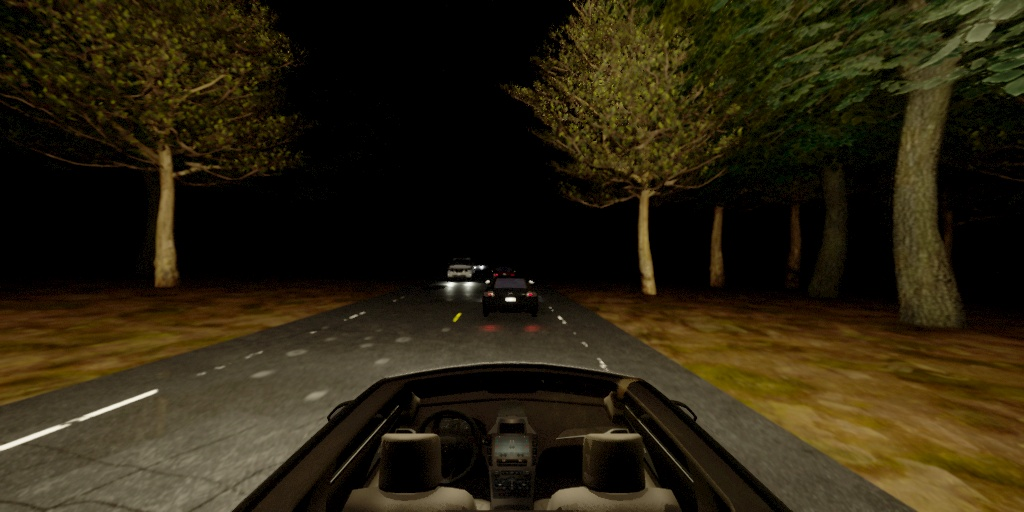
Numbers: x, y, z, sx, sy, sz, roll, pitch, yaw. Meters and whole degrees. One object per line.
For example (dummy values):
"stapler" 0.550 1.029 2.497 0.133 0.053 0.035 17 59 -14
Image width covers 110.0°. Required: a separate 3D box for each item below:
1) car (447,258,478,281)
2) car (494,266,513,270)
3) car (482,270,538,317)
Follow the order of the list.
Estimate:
"car" -4.579 1.165 32.787 2.150 2.045 5.566 0 0 -3
"car" -0.687 1.498 29.218 2.033 1.411 5.357 0 0 -3
"car" -0.093 1.429 13.911 1.994 1.385 4.181 0 0 -1
